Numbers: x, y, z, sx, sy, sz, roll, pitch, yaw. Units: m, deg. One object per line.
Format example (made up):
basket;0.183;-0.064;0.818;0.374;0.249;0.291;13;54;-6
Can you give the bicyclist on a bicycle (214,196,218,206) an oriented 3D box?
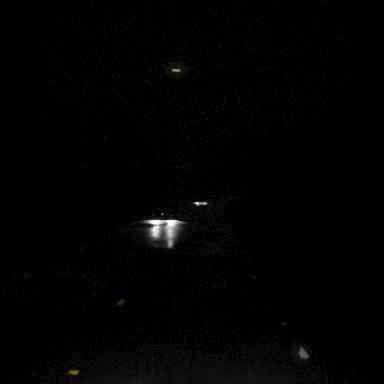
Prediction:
bicyclist on a bicycle;3.808;1.428;52.918;0.582;1.620;1.656;0;0;6

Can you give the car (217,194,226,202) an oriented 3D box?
car;6.051;1.542;75.966;2.033;1.411;5.357;0;0;9

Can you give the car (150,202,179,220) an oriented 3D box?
car;-2.203;1.544;27.978;1.994;1.385;4.181;0;0;4

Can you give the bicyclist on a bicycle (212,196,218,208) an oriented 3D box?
bicyclist on a bicycle;2.921;1.431;44.002;0.582;1.620;1.656;1;0;5

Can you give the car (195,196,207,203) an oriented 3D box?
car;1.891;1.529;68.419;1.994;1.385;4.181;0;0;8
